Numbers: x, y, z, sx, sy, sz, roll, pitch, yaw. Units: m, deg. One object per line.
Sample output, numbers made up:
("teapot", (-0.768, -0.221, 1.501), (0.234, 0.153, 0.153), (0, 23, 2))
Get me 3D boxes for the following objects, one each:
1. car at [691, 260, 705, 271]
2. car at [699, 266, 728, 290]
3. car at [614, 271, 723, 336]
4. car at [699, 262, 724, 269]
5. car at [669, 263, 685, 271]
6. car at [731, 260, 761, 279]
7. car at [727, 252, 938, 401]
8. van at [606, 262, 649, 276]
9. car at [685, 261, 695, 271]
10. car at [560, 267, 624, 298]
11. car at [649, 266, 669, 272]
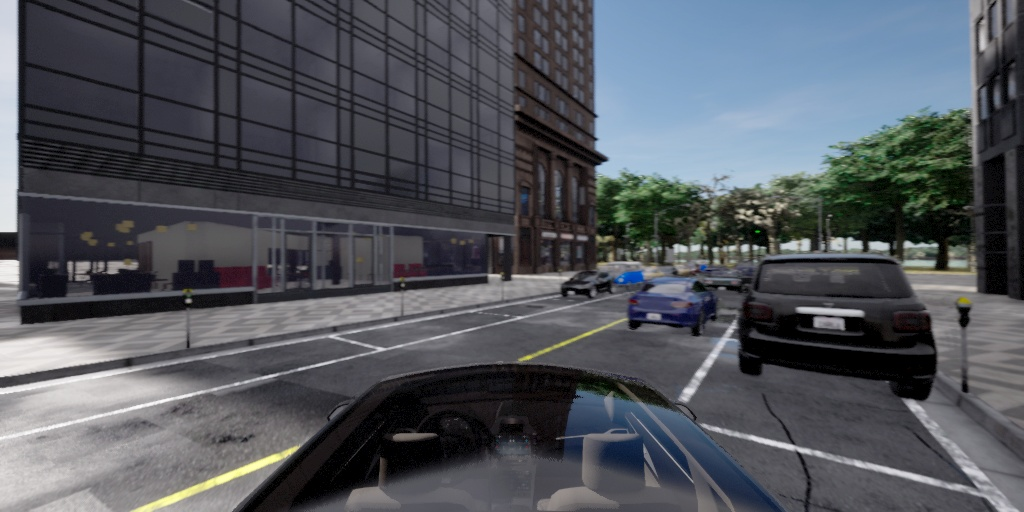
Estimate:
("car", (20.537, 1.460, 41.457), (1.967, 1.591, 4.097), (0, 0, 37))
("car", (12.573, 1.455, 21.006), (1.895, 1.301, 4.718), (-1, -1, 37))
("car", (4.870, 1.332, 10.690), (1.812, 1.442, 4.674), (-1, -1, 37))
("car", (22.333, 1.580, 39.321), (1.895, 1.301, 4.718), (-1, -1, 37))
("car", (14.031, 1.542, 32.743), (1.948, 1.339, 4.313), (0, 0, 37))
("car", (22.906, 1.274, 35.021), (2.097, 1.767, 4.553), (-1, -1, 37))
("car", (5.712, 0.975, 6.801), (2.150, 2.045, 5.566), (-1, -1, 37))
("van", (7.525, 1.276, 24.029), (1.690, 1.789, 3.998), (0, 0, 37))
("car", (17.182, 1.523, 36.964), (1.751, 1.417, 4.829), (0, 0, 37))
("car", (4.272, 1.480, 19.672), (1.948, 1.339, 4.313), (0, 0, 37))
("car", (10.676, 1.481, 28.250), (1.751, 1.417, 4.829), (0, 0, 37))
